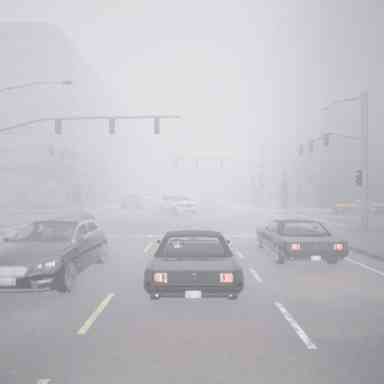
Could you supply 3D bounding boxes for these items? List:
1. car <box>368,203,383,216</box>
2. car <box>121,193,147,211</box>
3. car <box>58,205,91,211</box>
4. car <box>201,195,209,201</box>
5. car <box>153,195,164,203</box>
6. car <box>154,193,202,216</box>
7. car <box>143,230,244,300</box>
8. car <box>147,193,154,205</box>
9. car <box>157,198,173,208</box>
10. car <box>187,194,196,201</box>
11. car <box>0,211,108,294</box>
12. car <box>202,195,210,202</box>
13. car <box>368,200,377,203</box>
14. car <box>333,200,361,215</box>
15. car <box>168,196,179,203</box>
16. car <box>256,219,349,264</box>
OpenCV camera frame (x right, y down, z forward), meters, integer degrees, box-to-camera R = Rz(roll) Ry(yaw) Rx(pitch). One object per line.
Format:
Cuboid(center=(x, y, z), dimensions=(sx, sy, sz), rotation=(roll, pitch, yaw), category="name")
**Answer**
Cuboid(center=(3.593, 1.221, 1.982), dimensions=(2.150, 2.045, 5.566), rotation=(0, 0, 0), category="car")
Cuboid(center=(-7.474, 1.223, 42.095), dimensions=(2.150, 2.045, 5.566), rotation=(0, 0, -1), category="car")
Cuboid(center=(-7.182, 1.538, 20.054), dimensions=(1.812, 1.442, 4.674), rotation=(0, 0, -1), category="car")
Cuboid(center=(3.387, 1.553, 87.462), dimensions=(1.994, 1.385, 4.181), rotation=(0, 0, 1), category="car")
Cuboid(center=(-7.264, 1.500, 72.414), dimensions=(1.837, 1.490, 4.892), rotation=(0, 0, 1), category="car")
Cuboid(center=(-1.566, 1.249, 33.521), dimensions=(2.150, 2.045, 5.566), rotation=(-1, 0, -28), category="car")
Cuboid(center=(0.042, 1.601, 8.348), dimensions=(1.895, 1.301, 4.718), rotation=(0, 0, 0), category="car")
Cuboid(center=(-7.466, 1.223, 59.535), dimensions=(2.150, 2.045, 5.566), rotation=(0, 0, 1), category="car")
Cuboid(center=(-4.031, 1.564, 50.431), dimensions=(1.994, 1.385, 4.181), rotation=(0, 0, 0), category="car")
Cuboid(center=(-0.114, 1.355, 87.333), dimensions=(2.097, 1.767, 4.553), rotation=(0, 0, 1), category="car")
Cuboid(center=(-3.626, 1.491, 8.954), dimensions=(2.128, 1.511, 4.902), rotation=(0, 0, 0), category="car")
Cuboid(center=(3.288, 1.595, 77.487), dimensions=(1.895, 1.301, 4.718), rotation=(0, 0, 1), category="car")
Cuboid(center=(19.269, 1.547, 30.848), dimensions=(4.902, 1.511, 2.128), rotation=(0, 0, 0), category="car")
Cuboid(center=(17.206, 1.533, 34.350), dimensions=(5.008, 1.535, 1.882), rotation=(0, 0, 0), category="car")
Cuboid(center=(-3.801, 1.548, 68.914), dimensions=(2.033, 1.411, 5.357), rotation=(0, 0, 1), category="car")
Cuboid(center=(3.548, 1.601, 11.734), dimensions=(1.895, 1.301, 4.718), rotation=(0, 0, 0), category="car")
